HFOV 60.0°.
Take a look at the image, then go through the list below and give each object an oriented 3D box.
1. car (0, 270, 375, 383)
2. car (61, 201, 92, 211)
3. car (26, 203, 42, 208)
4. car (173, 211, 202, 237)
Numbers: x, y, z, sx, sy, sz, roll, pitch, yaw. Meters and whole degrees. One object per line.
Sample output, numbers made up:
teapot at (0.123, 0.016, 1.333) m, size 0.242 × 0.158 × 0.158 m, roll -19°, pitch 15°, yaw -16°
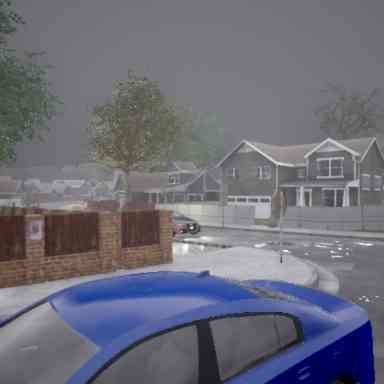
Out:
car at (-0.562, 1.484, 2.549) m, size 5.008 × 1.535 × 1.882 m, roll 0°, pitch 0°, yaw -36°
car at (-9.713, 1.818, 28.004) m, size 1.882 × 1.535 × 5.008 m, roll 1°, pitch -1°, yaw -39°
car at (-21.571, 2.210, 45.324) m, size 1.895 × 1.301 × 4.718 m, roll 1°, pitch -1°, yaw -29°
car at (-1.436, 1.758, 19.165) m, size 4.181 × 1.385 × 1.994 m, roll -1°, pitch -1°, yaw 44°
